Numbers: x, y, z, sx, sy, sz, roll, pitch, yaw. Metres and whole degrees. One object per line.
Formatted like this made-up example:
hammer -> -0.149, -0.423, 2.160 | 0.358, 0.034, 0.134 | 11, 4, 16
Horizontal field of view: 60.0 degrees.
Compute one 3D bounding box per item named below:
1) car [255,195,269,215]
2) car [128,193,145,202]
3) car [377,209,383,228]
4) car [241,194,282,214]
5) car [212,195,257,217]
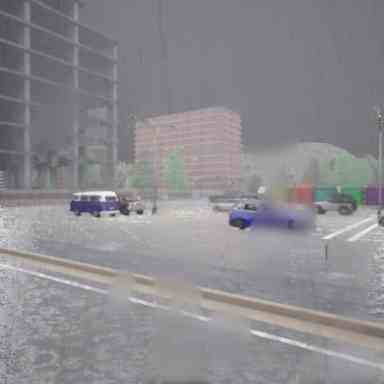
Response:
car -> 5.589, 1.323, 34.806 | 3.905, 1.438, 1.784 | 0, 0, 36
car -> -14.329, 1.124, 88.843 | 1.851, 1.617, 3.988 | 0, 0, 36
car -> 12.791, 1.393, 18.956 | 3.806, 1.475, 1.970 | 0, 0, 36
car -> 7.116, 1.113, 37.013 | 4.605, 1.855, 1.932 | 0, 0, 36
car -> 3.898, 1.355, 32.456 | 3.806, 1.475, 1.970 | 0, 0, 36
